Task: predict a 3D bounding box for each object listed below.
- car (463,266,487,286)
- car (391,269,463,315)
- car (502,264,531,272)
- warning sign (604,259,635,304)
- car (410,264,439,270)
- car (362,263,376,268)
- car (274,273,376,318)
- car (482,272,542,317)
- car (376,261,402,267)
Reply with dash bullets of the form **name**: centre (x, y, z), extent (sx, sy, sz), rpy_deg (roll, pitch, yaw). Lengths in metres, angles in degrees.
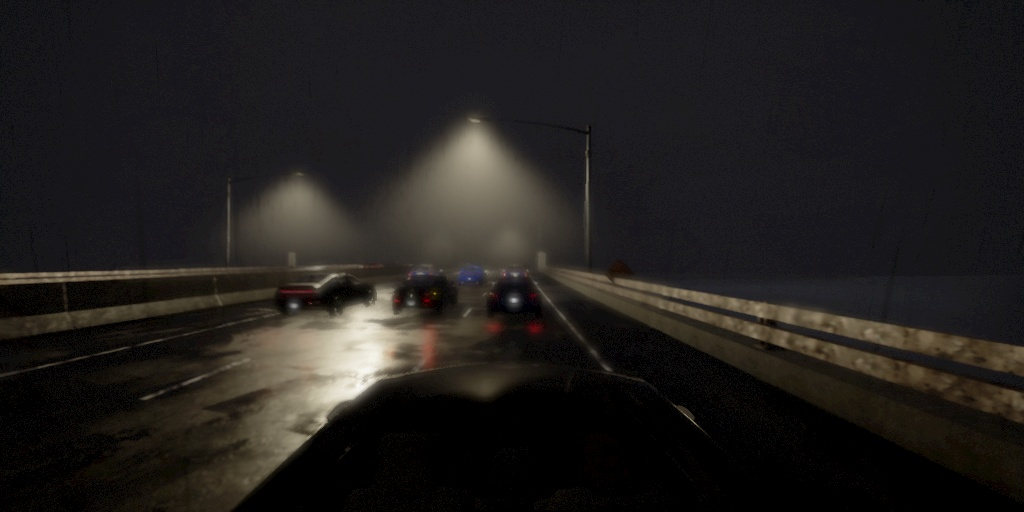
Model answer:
- **car**: centre (-3.183, 1.622, 29.923), extent (1.882, 1.535, 5.008), rpy_deg (0, 0, 2)
- **car**: centre (-3.386, 1.450, 14.492), extent (1.812, 1.442, 4.674), rpy_deg (0, -1, 1)
- **car**: centre (0.286, 1.477, 28.637), extent (2.097, 1.767, 4.553), rpy_deg (0, -1, 1)
- **warning sign**: centre (4.615, 1.052, 15.292), extent (1.300, 1.860, 1.060), rpy_deg (0, 0, 1)
- **car**: centre (-6.714, 1.479, 28.739), extent (2.097, 1.767, 4.553), rpy_deg (0, -1, 1)
- **car**: centre (-23.493, 1.949, 60.061), extent (2.097, 1.767, 4.553), rpy_deg (0, -1, 3)
- **car**: centre (-6.898, 1.408, 13.843), extent (2.128, 1.511, 4.902), rpy_deg (0, -1, 1)
- **car**: centre (0.106, 1.484, 14.046), extent (1.994, 1.385, 4.181), rpy_deg (0, -1, 1)
- **car**: centre (-20.002, 1.813, 59.802), extent (2.150, 2.045, 5.566), rpy_deg (0, -1, 3)
